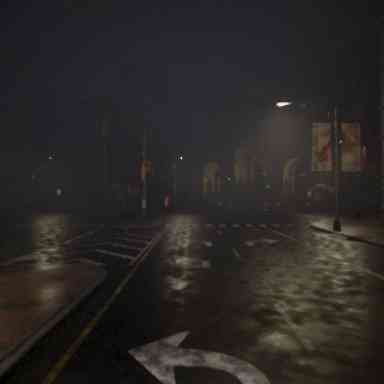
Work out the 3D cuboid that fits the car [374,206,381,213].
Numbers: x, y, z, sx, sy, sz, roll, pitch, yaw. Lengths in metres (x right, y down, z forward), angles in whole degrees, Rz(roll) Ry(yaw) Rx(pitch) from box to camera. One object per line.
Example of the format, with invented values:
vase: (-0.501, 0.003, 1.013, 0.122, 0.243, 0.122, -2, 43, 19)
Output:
car: (26.076, 2.098, 42.732, 4.718, 1.301, 1.895, 0, -1, 1)
